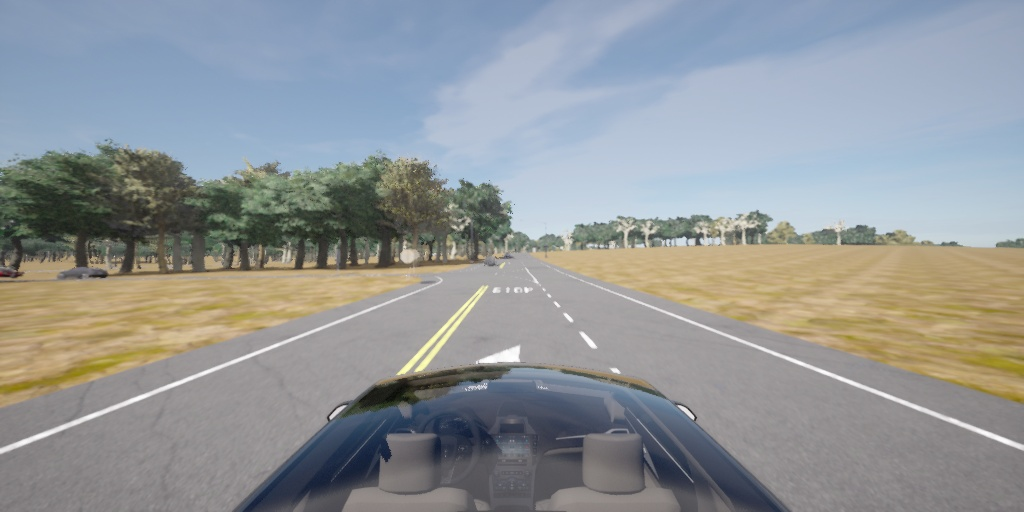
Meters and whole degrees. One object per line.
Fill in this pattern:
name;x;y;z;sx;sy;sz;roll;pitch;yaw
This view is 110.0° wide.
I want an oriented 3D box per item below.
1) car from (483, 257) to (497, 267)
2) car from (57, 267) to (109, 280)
car;-3.319;0.852;54.650;1.837;1.490;4.892;0;1;0
car;-47.937;1.902;40.092;4.181;1.385;1.994;-1;-1;1
